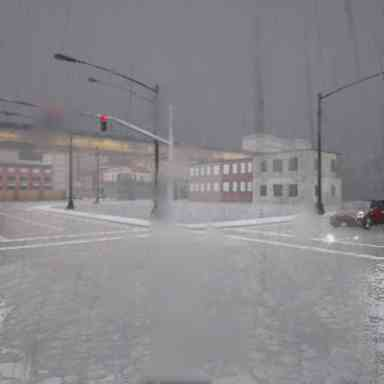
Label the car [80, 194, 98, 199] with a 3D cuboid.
[{"bbox_3d":[-26.921,1.247,86.893,4.536,1.218,1.853,0,0,22],"label":"car"}]

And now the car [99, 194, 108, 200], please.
[{"bbox_3d":[-23.149,1.411,87.115,2.038,1.542,4.974,0,0,-8],"label":"car"}]

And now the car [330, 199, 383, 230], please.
[{"bbox_3d":[10.551,1.266,20.643,4.553,1.767,2.097,-1,1,-38],"label":"car"}]

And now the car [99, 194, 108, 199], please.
[{"bbox_3d":[-23.156,1.253,87.166,1.853,1.218,4.536,0,0,-8],"label":"car"}]

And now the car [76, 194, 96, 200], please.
[{"bbox_3d":[-26.873,1.405,86.873,4.974,1.542,2.038,0,0,22],"label":"car"}]
